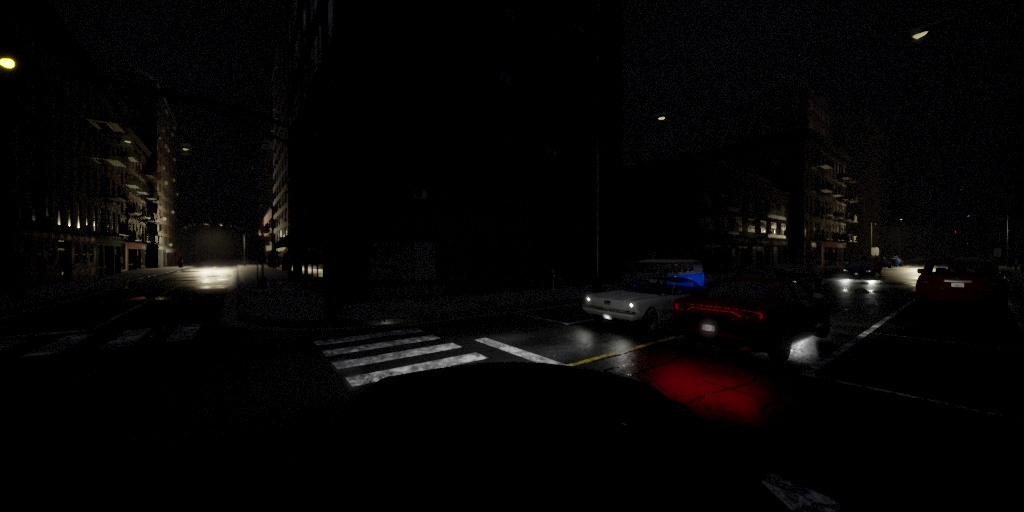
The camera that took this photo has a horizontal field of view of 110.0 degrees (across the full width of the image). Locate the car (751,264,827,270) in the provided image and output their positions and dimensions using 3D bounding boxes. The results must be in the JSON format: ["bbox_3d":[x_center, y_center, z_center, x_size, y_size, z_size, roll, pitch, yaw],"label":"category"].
[{"bbox_3d":[14.336,1.277,18.527,4.718,1.301,1.895,0,0,-38],"label":"car"}]

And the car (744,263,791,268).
[{"bbox_3d":[15.624,1.222,22.733,4.313,1.339,1.948,0,0,-37],"label":"car"}]

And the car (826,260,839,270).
[{"bbox_3d":[32.663,1.109,35.773,4.829,1.417,1.751,0,0,-37],"label":"car"}]

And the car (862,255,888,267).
[{"bbox_3d":[45.677,0.844,45.732,5.009,1.841,2.192,0,0,-37],"label":"car"}]

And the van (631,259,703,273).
[{"bbox_3d":[7.037,1.032,16.162,3.998,1.789,1.690,0,0,-37],"label":"van"}]

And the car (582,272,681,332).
[{"bbox_3d":[4.361,1.318,10.885,4.718,1.301,1.895,0,0,-35],"label":"car"}]

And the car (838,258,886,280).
[{"bbox_3d":[29.007,1.140,29.676,4.674,1.442,1.812,0,0,-37],"label":"car"}]

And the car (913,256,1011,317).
[{"bbox_3d":[16.263,1.014,13.008,5.009,1.841,2.192,0,0,-37],"label":"car"}]

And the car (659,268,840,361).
[{"bbox_3d":[5.701,1.205,8.325,5.008,1.535,1.882,0,0,-37],"label":"car"}]
